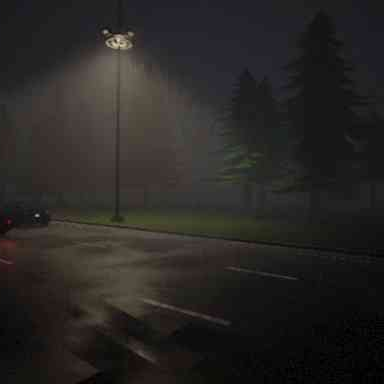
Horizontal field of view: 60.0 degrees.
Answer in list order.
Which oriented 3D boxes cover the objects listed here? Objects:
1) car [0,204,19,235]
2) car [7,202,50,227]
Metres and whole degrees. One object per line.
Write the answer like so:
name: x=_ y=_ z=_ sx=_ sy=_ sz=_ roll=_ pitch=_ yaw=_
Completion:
car: x=-10.451 y=1.344 z=15.748 sx=4.718 sy=1.301 sz=1.895 roll=1 pitch=1 yaw=36
car: x=-10.408 y=1.272 z=20.018 sx=4.181 sy=1.385 sz=1.994 roll=1 pitch=1 yaw=36
